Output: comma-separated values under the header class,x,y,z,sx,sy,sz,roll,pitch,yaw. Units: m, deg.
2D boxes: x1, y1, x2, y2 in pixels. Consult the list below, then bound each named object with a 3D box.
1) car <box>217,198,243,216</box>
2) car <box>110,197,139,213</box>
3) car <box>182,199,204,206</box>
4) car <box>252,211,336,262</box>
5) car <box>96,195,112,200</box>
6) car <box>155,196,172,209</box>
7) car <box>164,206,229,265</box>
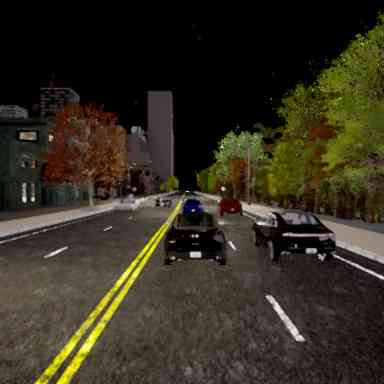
class,x,y,z,sx,sy,sz,roll,pitch,yaw
car,3.333,1.281,29.945,1.882,1.535,5.008,0,0,0
car,-6.636,1.379,33.827,1.895,1.301,4.718,0,0,0
car,0.084,1.332,29.511,1.812,1.442,4.674,0,0,0
car,3.346,1.414,11.732,2.128,1.511,4.902,0,0,0
car,-20.714,1.305,79.244,4.313,1.339,1.947,-1,2,-1
car,-3.450,1.227,40.439,2.128,1.511,4.902,0,0,-1
car,0.097,1.429,11.400,1.837,1.490,4.892,0,0,0
